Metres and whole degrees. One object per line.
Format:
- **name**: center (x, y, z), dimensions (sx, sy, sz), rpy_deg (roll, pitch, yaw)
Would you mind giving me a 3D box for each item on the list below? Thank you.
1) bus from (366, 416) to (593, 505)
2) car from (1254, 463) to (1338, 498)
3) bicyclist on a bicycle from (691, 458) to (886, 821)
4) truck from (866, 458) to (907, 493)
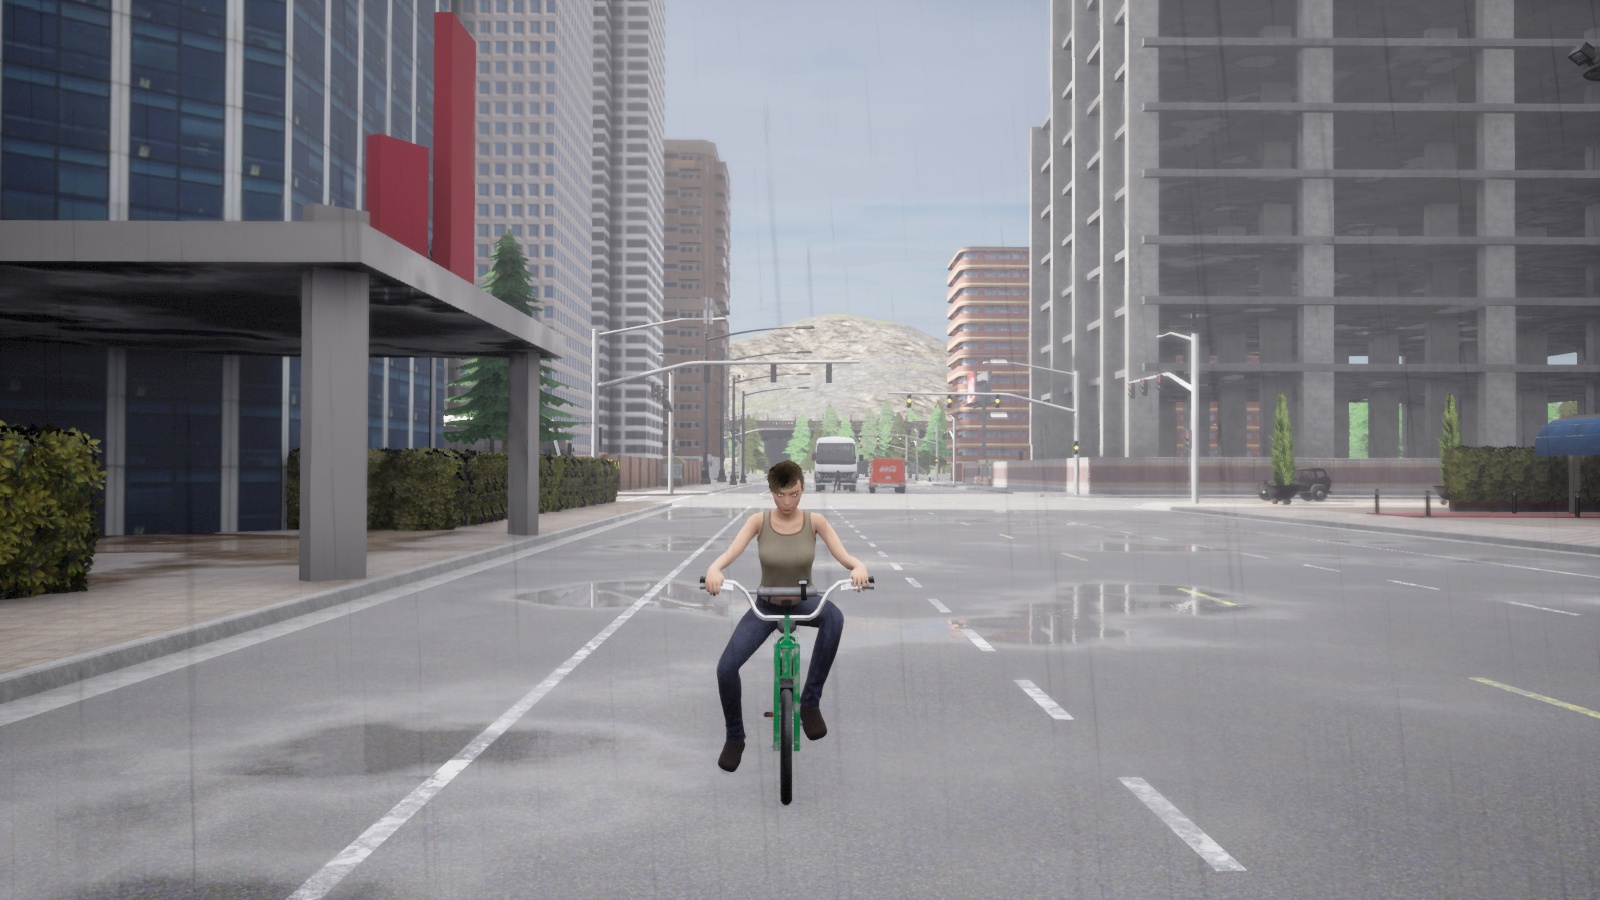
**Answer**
- **bus**: center (-15.772, 0.549, 62.540), dimensions (10.273, 4.253, 3.944), rpy_deg (0, -1, 0)
- **car**: center (27.429, 1.666, 69.556), dimensions (3.866, 1.878, 1.905), rpy_deg (0, -1, 0)
- **bicyclist on a bicycle**: center (-0.061, 0.858, 6.372), dimensions (0.866, 1.612, 1.509), rpy_deg (0, -1, -1)
- **truck**: center (6.206, 1.818, 90.438), dimensions (2.627, 2.467, 5.204), rpy_deg (0, -1, 0)
